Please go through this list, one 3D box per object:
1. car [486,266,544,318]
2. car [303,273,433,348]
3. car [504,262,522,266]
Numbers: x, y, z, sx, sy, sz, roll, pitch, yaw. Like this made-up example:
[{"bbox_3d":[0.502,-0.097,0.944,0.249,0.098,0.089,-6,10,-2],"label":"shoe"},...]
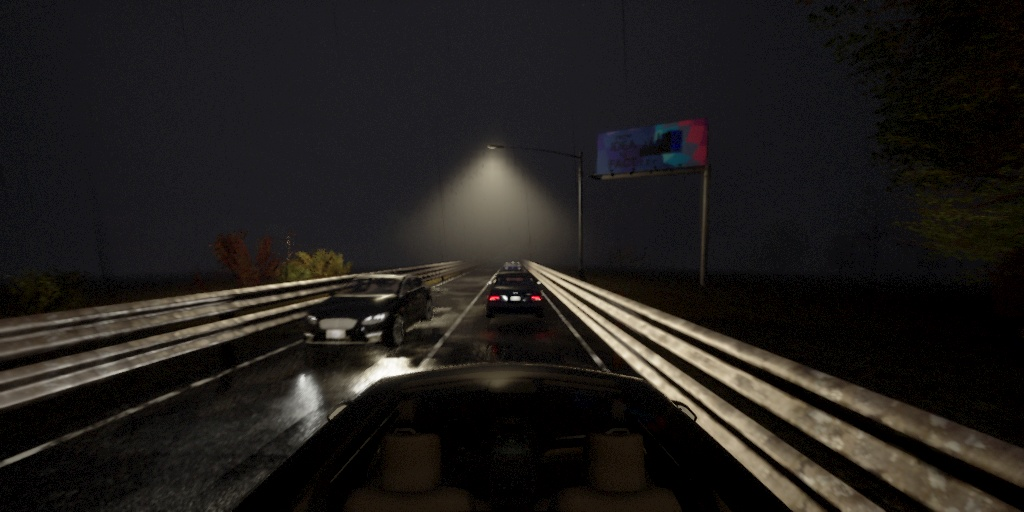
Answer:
[{"bbox_3d":[0.093,1.260,12.830,2.033,1.411,5.357,0,0,0],"label":"car"},{"bbox_3d":[-3.351,1.216,9.274,2.128,1.511,4.902,0,0,0],"label":"car"},{"bbox_3d":[0.082,1.234,36.395,1.895,1.301,4.718,0,0,0],"label":"car"}]
